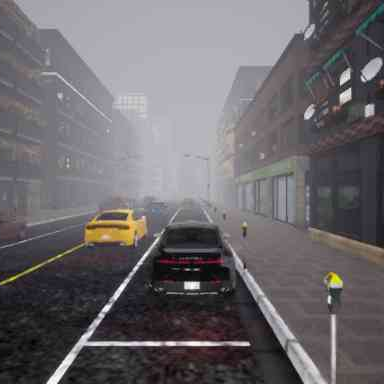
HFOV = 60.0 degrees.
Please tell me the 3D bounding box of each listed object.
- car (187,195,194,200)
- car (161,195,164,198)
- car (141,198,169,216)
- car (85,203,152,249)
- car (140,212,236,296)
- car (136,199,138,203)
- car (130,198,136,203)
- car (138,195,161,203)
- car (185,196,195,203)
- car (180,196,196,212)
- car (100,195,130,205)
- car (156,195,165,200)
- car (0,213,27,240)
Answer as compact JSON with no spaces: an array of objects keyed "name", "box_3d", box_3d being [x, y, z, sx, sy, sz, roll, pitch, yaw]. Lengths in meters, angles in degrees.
[{"name":"car","box_3d":[-0.452,1.513,93.685,1.752,1.417,4.829,0,0,0]},{"name":"car","box_3d":[-8.834,1.540,87.882,2.008,1.369,4.403,0,0,0]},{"name":"car","box_3d":[-3.145,1.564,29.614,2.033,1.411,5.357,0,0,0]},{"name":"car","box_3d":[-3.145,1.486,14.614,1.882,1.535,5.008,0,0,0]},{"name":"car","box_3d":[0.001,1.504,8.649,1.837,1.490,4.892,0,0,0]},{"name":"car","box_3d":[-8.834,1.542,48.430,1.887,1.381,4.507,0,0,0]},{"name":"car","box_3d":[-8.834,1.438,42.793,1.967,1.590,4.097,0,0,0]},{"name":"car","box_3d":[-6.146,1.402,48.644,2.097,1.767,4.553,0,0,0]},{"name":"car","box_3d":[-0.453,1.544,70.970,2.008,1.369,4.403,0,0,0]},{"name":"car","box_3d":[-0.454,1.524,37.323,1.752,1.417,4.829,0,0,0]},{"name":"car","box_3d":[-8.833,1.314,37.157,2.192,1.841,5.009,0,0,0]},{"name":"car","box_3d":[-8.834,1.538,93.519,2.008,1.369,4.403,0,0,0]},{"name":"car","box_3d":[-8.835,1.582,14.612,1.802,1.307,4.206,0,0,0]}]
